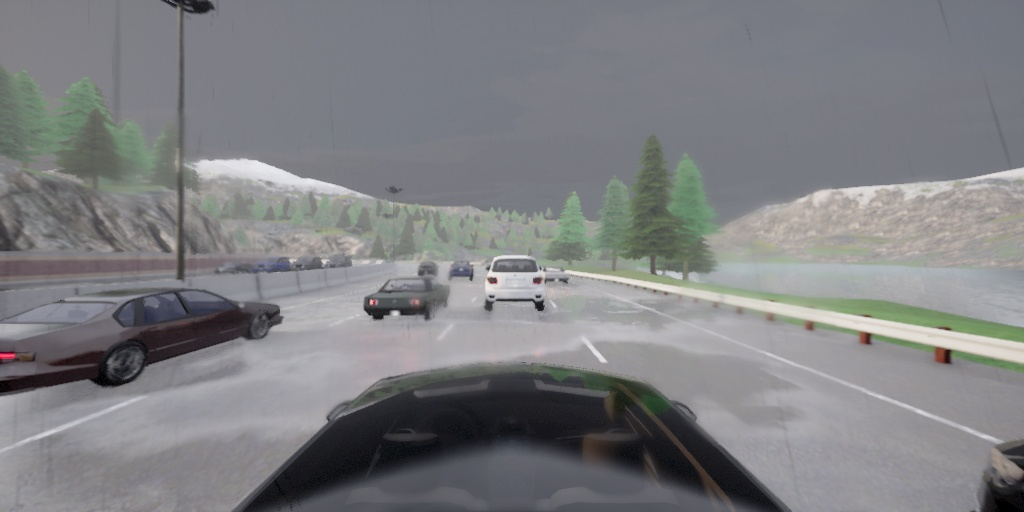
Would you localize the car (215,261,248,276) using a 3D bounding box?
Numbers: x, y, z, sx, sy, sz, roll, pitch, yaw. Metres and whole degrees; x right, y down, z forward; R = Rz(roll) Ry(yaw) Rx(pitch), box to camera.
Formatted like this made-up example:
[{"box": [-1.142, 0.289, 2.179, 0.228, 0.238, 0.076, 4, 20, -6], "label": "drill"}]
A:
[{"box": [-30.662, 1.355, 39.737, 2.128, 1.511, 4.902, 0, 0, -11], "label": "car"}]

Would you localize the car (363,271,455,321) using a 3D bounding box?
[{"box": [-3.405, 1.383, 12.649, 1.895, 1.301, 4.718, 0, 0, 0], "label": "car"}]

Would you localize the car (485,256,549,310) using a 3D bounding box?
[{"box": [0.076, 1.012, 15.002, 2.150, 2.045, 5.566, 0, 0, -1], "label": "car"}]

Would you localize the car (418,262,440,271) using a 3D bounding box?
[{"box": [-8.607, 1.361, 36.950, 1.837, 1.490, 4.892, 1, 0, -8], "label": "car"}]

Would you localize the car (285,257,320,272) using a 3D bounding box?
[{"box": [-23.950, 1.091, 42.013, 2.150, 2.045, 5.566, 0, 0, -11], "label": "car"}]

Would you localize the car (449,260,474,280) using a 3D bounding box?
[{"box": [-4.620, 1.194, 32.943, 2.097, 1.767, 4.553, 0, 0, -7], "label": "car"}]

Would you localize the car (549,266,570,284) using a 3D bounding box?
[{"box": [2.991, 1.428, 27.624, 1.895, 1.301, 4.718, 0, 0, -5], "label": "car"}]

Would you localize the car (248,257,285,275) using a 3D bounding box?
[{"box": [-27.325, 1.088, 41.059, 2.150, 2.045, 5.566, 0, 0, -11], "label": "car"}]

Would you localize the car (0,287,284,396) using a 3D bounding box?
[{"box": [-6.898, 1.313, 6.912, 2.033, 1.411, 5.357, 0, 0, 0], "label": "car"}]

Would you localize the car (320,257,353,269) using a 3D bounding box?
[{"box": [-20.524, 1.093, 42.673, 2.150, 2.045, 5.566, 0, 0, -11], "label": "car"}]
